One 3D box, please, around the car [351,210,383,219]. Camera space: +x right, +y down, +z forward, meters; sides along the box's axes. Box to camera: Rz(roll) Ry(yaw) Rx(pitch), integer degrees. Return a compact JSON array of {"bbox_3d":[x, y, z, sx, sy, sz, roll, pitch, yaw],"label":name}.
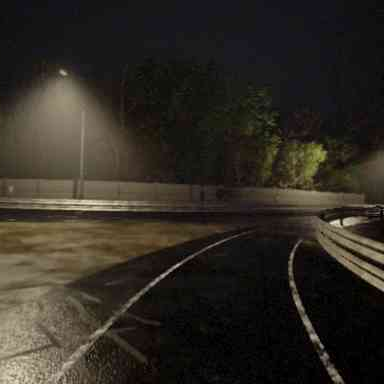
[{"bbox_3d":[19.508,2.267,36.774,4.718,1.301,1.895,2,0,-41],"label":"car"}]
